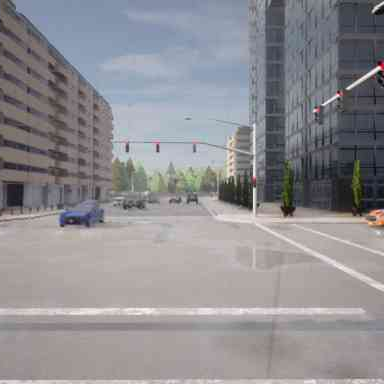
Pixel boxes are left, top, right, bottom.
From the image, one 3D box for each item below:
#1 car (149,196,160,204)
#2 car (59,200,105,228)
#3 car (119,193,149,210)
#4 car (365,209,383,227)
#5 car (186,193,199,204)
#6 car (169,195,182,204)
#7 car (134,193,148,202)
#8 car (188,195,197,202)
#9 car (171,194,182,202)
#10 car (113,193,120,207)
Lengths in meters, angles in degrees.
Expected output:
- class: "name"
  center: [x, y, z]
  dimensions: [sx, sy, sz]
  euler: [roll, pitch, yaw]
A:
- class: "car"
  center: [-7.098, 1.547, 62.610]
  dimensions: [2.033, 1.411, 5.357]
  euler: [0, 0, 1]
- class: "car"
  center: [-7.302, 1.505, 22.517]
  dimensions: [1.882, 1.535, 5.008]
  euler: [0, 0, -1]
- class: "car"
  center: [-7.381, 1.223, 42.843]
  dimensions: [2.150, 2.045, 5.566]
  euler: [0, 0, 1]
- class: "car"
  center: [13.584, 1.407, 21.176]
  dimensions: [4.553, 1.767, 2.097]
  euler: [0, 0, 0]
- class: "car"
  center: [0.078, 1.221, 63.904]
  dimensions: [2.150, 2.045, 5.566]
  euler: [0, 0, 1]
- class: "car"
  center: [-3.416, 1.526, 64.323]
  dimensions: [1.812, 1.442, 4.674]
  euler: [0, 0, 1]
- class: "car"
  center: [-10.470, 1.186, 68.171]
  dimensions: [2.097, 1.767, 4.553]
  euler: [0, 0, 1]
- class: "car"
  center: [0.116, 1.500, 74.616]
  dimensions: [1.837, 1.490, 4.892]
  euler: [0, 0, 1]
- class: "car"
  center: [-3.391, 1.355, 74.340]
  dimensions: [2.097, 1.767, 4.553]
  euler: [0, 0, 1]
- class: "car"
  center: [-10.766, 1.224, 52.025]
  dimensions: [2.150, 2.045, 5.566]
  euler: [0, 0, 1]
